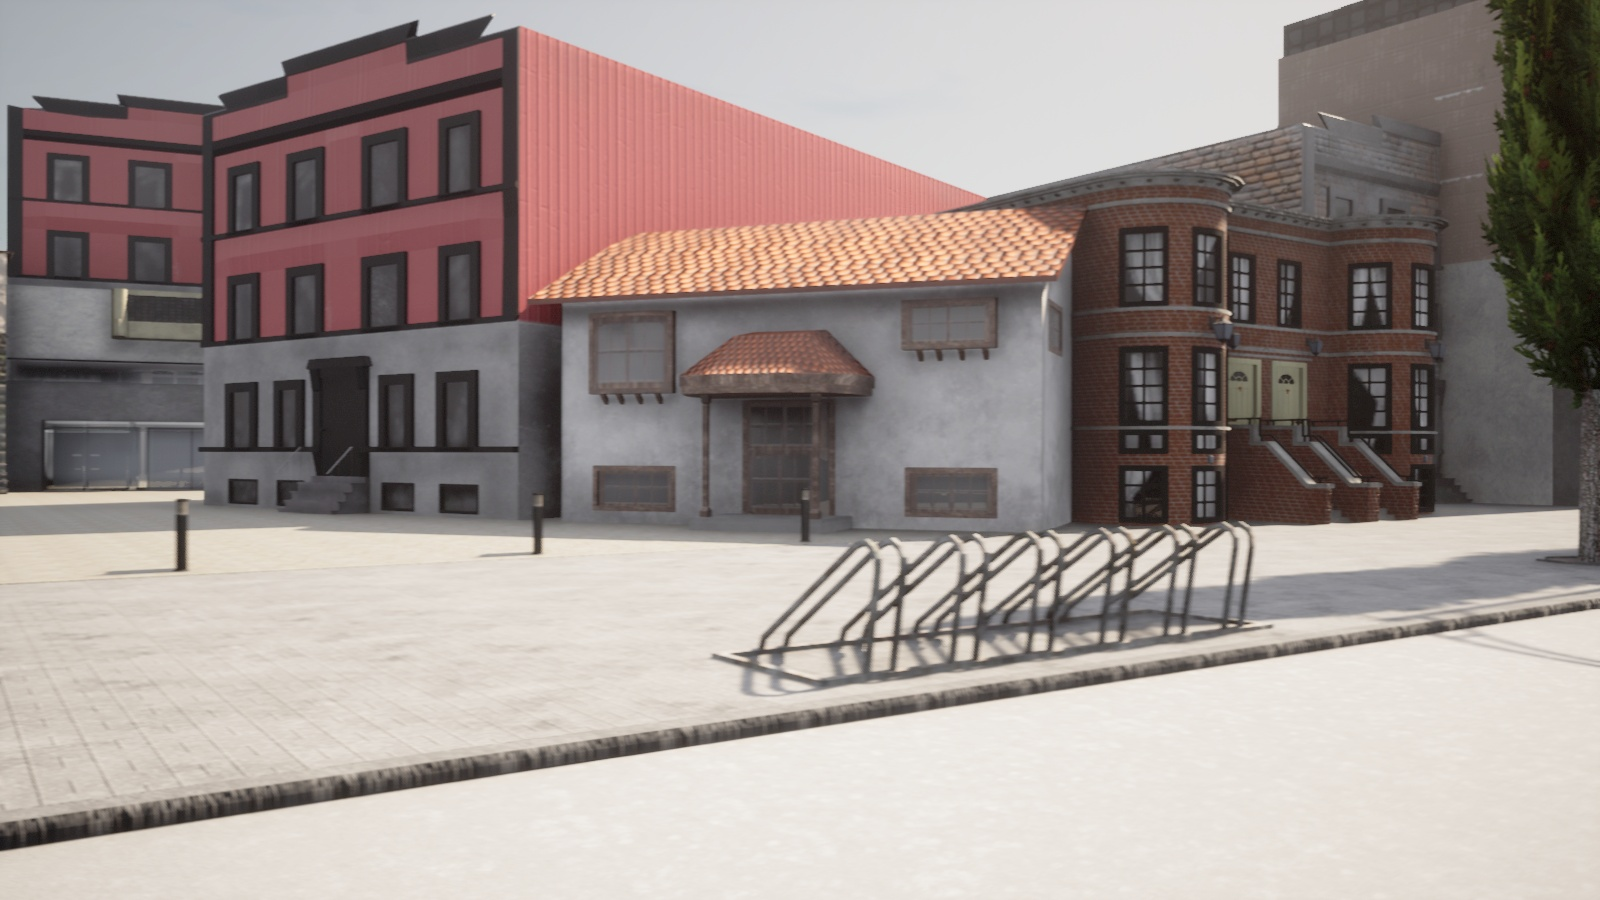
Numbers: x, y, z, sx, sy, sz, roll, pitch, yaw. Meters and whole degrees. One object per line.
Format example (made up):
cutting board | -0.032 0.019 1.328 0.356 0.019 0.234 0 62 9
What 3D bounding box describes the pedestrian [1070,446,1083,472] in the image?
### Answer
pedestrian | 19.500 0.623 88.486 0.328 1.805 0.869 0 0 -35
